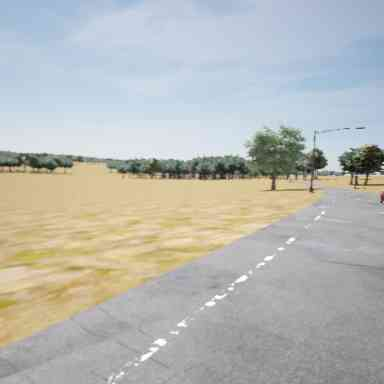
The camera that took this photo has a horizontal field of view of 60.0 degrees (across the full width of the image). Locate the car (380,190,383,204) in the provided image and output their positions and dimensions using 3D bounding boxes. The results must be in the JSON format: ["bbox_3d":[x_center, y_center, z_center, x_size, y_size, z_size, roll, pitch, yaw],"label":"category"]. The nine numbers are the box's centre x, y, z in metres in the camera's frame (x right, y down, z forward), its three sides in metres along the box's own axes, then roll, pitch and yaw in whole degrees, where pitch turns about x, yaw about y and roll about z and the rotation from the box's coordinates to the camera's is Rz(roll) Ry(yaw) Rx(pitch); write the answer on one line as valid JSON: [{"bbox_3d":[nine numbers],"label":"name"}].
[{"bbox_3d":[19.804,0.291,32.564,2.097,1.767,4.553,4,3,24],"label":"car"}]
